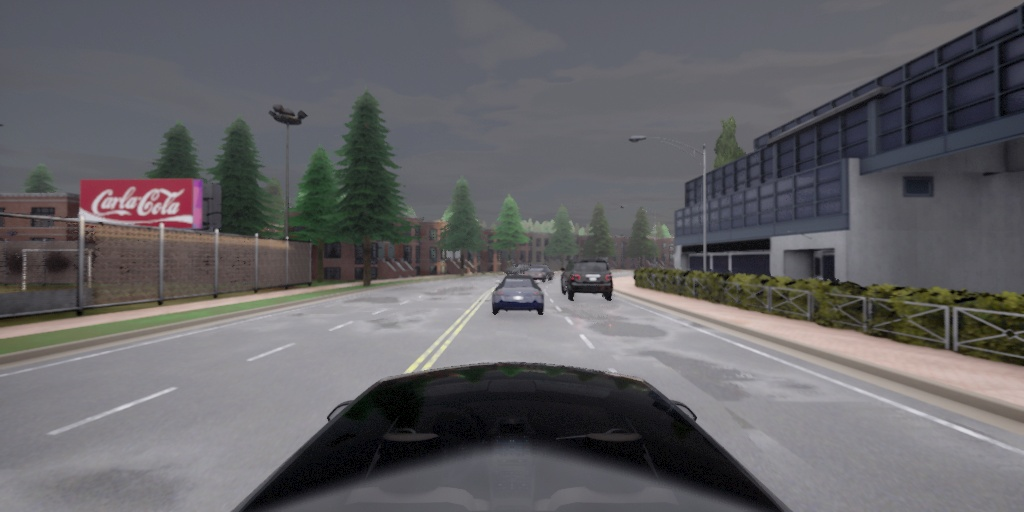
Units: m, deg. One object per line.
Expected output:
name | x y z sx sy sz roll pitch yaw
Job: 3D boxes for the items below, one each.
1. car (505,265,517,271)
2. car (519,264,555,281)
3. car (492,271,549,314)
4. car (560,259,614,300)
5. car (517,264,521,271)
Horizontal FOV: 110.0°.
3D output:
car | 0.867 1.817 46.088 1.837 1.490 4.892 -1 -1 32
car | 2.590 1.698 33.168 2.033 1.411 5.357 0 -1 18
car | 0.250 1.480 14.748 1.994 1.385 4.181 0 -1 1
car | 3.910 1.200 19.397 2.150 2.045 5.566 0 -1 3
car | 2.995 1.765 42.860 2.128 1.511 4.902 -1 -1 31
